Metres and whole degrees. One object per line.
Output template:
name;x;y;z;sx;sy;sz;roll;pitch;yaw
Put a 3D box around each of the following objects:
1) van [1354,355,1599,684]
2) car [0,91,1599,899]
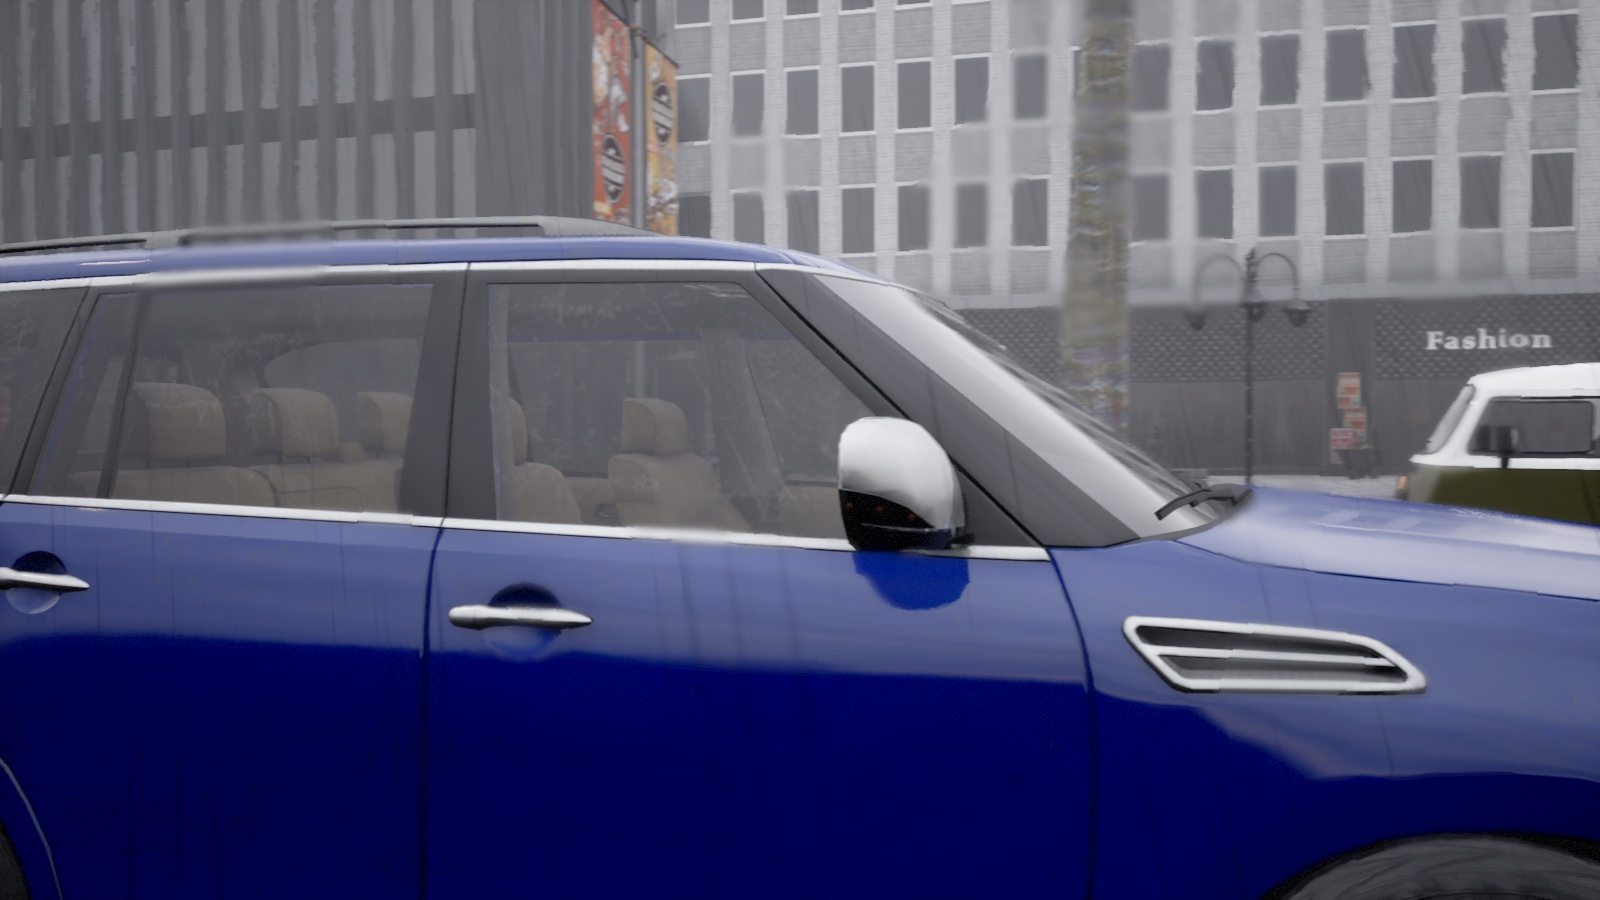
van;6.166;0.428;8.352;4.480;2.038;2.069;1;1;25
car;-0.360;0.487;3.332;5.566;2.045;2.150;0;1;16
